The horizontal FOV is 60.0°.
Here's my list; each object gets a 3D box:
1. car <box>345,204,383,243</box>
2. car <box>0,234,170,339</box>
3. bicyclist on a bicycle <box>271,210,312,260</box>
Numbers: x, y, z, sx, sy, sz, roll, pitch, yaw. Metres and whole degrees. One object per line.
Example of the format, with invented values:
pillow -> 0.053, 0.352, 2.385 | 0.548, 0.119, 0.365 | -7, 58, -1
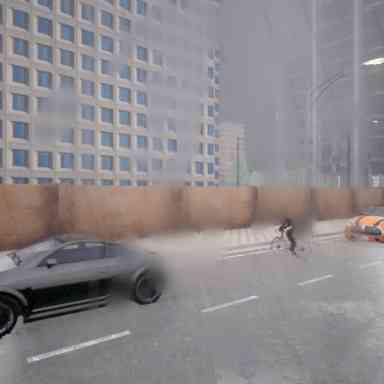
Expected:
car -> 8.996, 1.352, 15.238 | 4.553, 1.767, 2.097 | 0, 0, -37
car -> -2.532, 1.564, 6.530 | 4.181, 1.385, 1.994 | 0, 0, -36
bicyclist on a bicycle -> 3.326, 1.455, 11.335 | 0.582, 1.620, 1.656 | 0, -2, -37
